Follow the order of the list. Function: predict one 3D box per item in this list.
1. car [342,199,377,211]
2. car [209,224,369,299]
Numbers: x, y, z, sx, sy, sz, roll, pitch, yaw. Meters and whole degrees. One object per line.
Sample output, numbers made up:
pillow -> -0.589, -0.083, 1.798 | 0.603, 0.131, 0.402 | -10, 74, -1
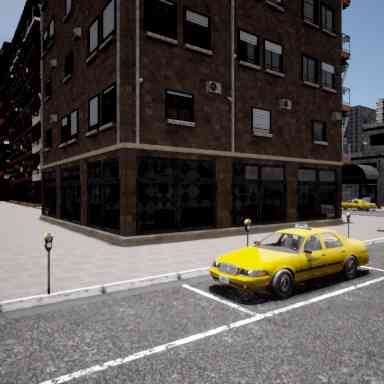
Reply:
car -> 19.289, 1.469, 39.688 | 1.752, 1.417, 4.829 | 0, 0, -35
car -> 2.638, 1.525, 8.454 | 4.829, 1.417, 1.752 | 0, 0, -36
